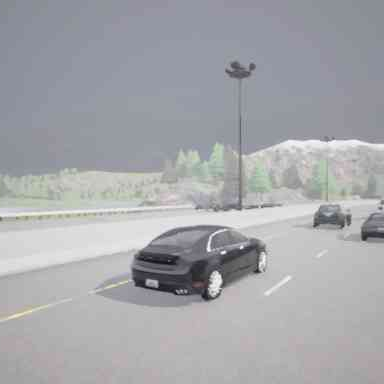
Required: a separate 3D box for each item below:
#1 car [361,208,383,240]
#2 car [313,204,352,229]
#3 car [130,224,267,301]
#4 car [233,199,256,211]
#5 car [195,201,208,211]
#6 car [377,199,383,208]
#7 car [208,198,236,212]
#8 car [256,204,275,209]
[{"bbox_3d":[10.323,1.799,17.905,1.994,1.385,4.181,0,-1,32],"label":"car"},{"bbox_3d":[10.598,1.678,24.923,2.097,1.767,4.553,0,-1,32],"label":"car"},{"bbox_3d":[0.475,1.622,8.821,1.837,1.490,4.892,0,-1,32],"label":"car"},{"bbox_3d":[8.075,2.145,47.405,1.812,1.442,4.674,0,-1,32],"label":"car"},{"bbox_3d":[2.148,2.133,51.130,1.994,1.385,4.181,0,-1,32],"label":"car"},{"bbox_3d":[19.035,1.639,31.774,2.150,2.045,5.566,0,-1,32],"label":"car"},{"bbox_3d":[5.096,1.965,49.245,2.150,2.045,5.566,0,-1,32],"label":"car"},{"bbox_3d":[11.039,1.850,45.547,2.033,1.411,5.357,0,-1,32],"label":"car"}]
